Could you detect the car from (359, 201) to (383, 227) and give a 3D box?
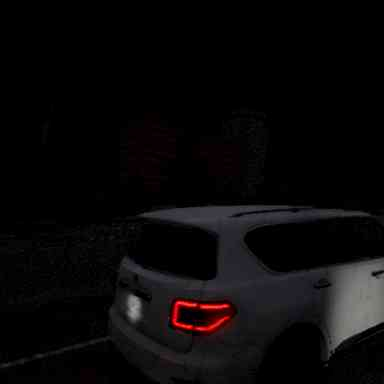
[{"bbox_3d":[13.265,1.385,22.086,4.892,1.490,1.837,0,0,-36],"label":"car"}]

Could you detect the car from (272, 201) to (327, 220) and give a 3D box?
[{"bbox_3d":[8.957,1.483,27.613,4.718,1.301,1.895,0,0,-36],"label":"car"}]

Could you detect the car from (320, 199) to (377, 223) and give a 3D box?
[{"bbox_3d":[12.105,1.379,25.559,4.892,1.490,1.837,-1,0,-36],"label":"car"}]

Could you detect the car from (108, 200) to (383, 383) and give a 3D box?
[{"bbox_3d":[1.598,1.200,4.892,5.566,2.045,2.150,0,0,-36],"label":"car"}]
